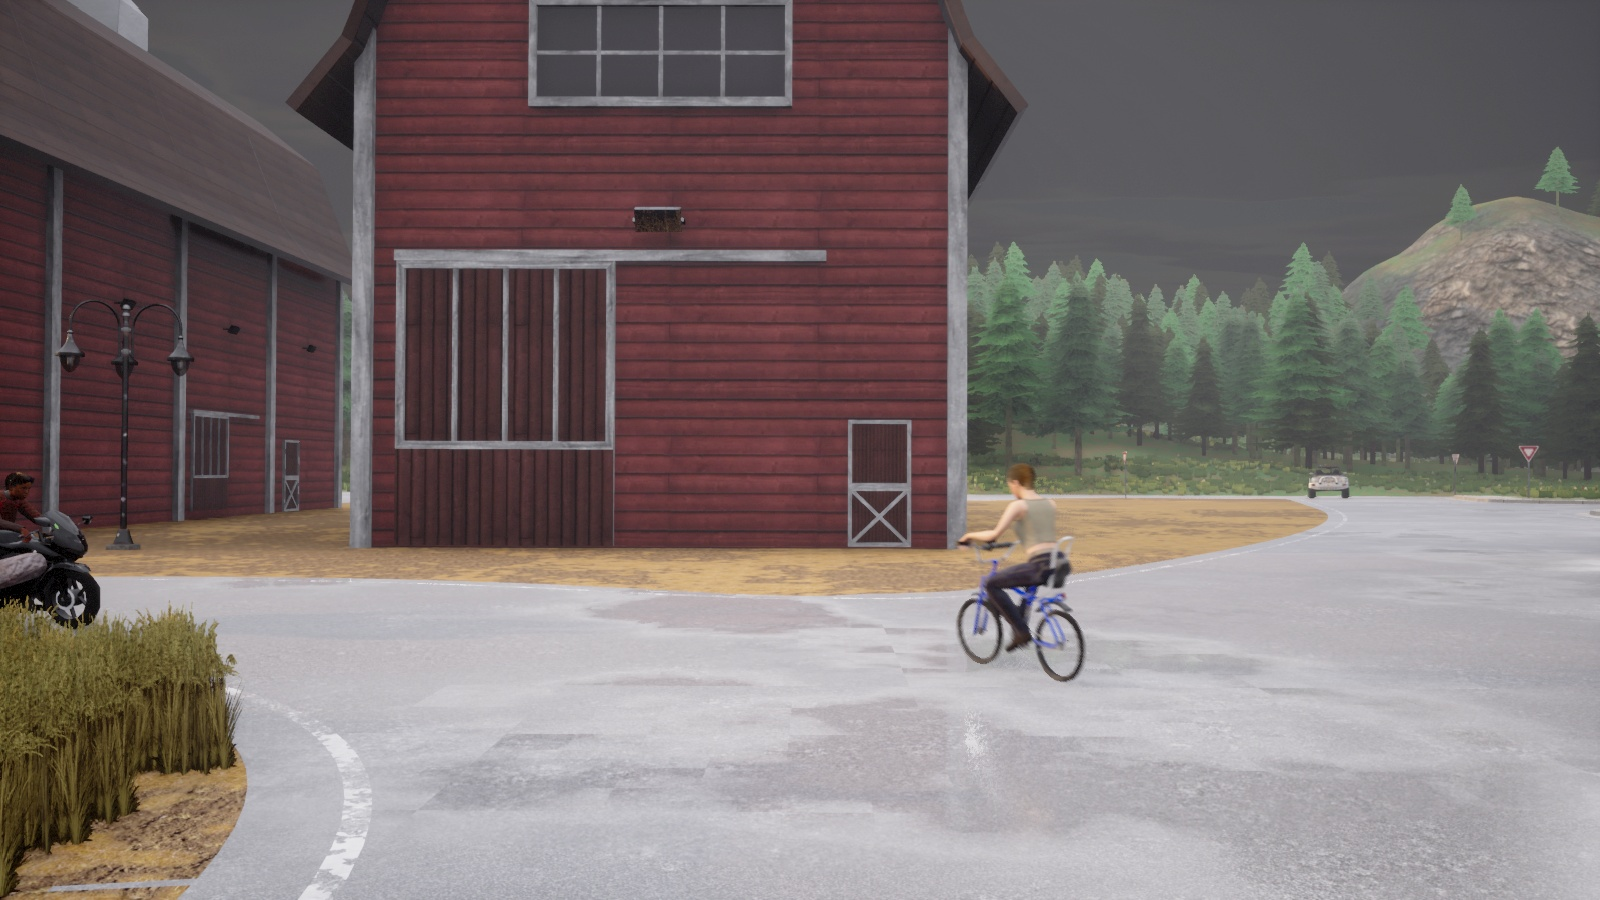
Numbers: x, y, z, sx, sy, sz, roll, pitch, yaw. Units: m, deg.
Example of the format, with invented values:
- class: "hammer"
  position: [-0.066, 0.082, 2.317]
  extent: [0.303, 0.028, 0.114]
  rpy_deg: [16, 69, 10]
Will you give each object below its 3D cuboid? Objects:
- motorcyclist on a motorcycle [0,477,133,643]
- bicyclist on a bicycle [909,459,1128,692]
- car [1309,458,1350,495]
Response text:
- class: "motorcyclist on a motorcycle"
  position: [-7.631, 1.030, 12.093]
  extent: [2.044, 1.523, 0.797]
  rpy_deg: [0, -1, 7]
- class: "bicyclist on a bicycle"
  position: [1.650, 0.895, 9.708]
  extent: [0.866, 1.612, 1.509]
  rpy_deg: [-2, 0, -30]
- class: "car"
  position: [28.221, 1.429, 66.998]
  extent: [1.932, 1.855, 4.605]
  rpy_deg: [-1, -2, 22]
